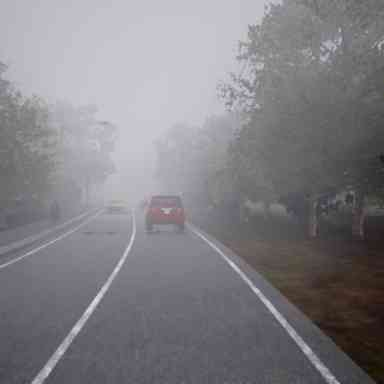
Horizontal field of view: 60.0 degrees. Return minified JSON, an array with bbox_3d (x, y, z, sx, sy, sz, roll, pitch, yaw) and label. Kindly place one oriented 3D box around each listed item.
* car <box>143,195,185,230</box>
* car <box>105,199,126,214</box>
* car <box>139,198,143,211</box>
[{"bbox_3d":[-1.743,1.232,20.511,2.150,2.045,5.566,1,-1,-8],"label":"car"},{"bbox_3d":[-8.075,1.471,35.278,1.882,1.535,5.008,1,0,-11],"label":"car"},{"bbox_3d":[-5.513,1.392,41.608,2.097,1.767,4.553,1,0,-11],"label":"car"}]
